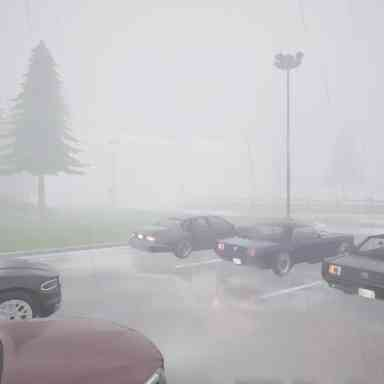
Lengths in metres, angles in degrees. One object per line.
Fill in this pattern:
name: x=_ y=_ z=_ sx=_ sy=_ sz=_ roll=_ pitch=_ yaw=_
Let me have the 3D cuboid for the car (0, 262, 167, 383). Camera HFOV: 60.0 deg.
car: x=-2.337 y=1.526 z=2.079 sx=4.674 sy=1.442 sz=1.812 roll=0 pitch=0 yaw=-36

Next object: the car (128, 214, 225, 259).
car: x=0.306 y=1.547 z=12.687 sx=5.357 sy=1.411 sz=2.033 roll=0 pitch=0 yaw=-35

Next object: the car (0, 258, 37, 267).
car: x=-4.543 y=1.478 z=4.806 sx=5.008 sy=1.535 sz=1.882 roll=0 pitch=0 yaw=-36

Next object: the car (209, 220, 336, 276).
car: x=3.051 y=1.601 z=10.336 sx=4.718 sy=1.301 sz=1.895 roll=0 pitch=0 yaw=-35

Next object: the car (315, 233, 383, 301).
car: x=5.071 y=1.601 z=7.478 sx=4.718 sy=1.301 sz=1.895 roll=0 pitch=0 yaw=-35
